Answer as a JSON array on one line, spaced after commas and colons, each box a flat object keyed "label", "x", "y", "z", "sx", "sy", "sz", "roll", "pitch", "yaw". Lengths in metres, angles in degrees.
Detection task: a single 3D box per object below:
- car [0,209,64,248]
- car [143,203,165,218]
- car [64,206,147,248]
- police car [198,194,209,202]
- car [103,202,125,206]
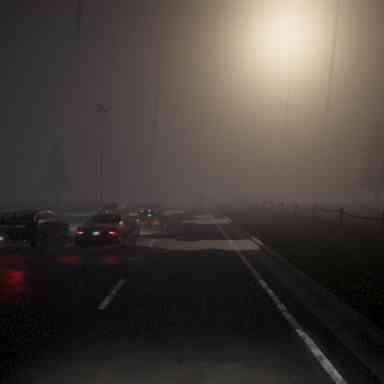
[{"label": "car", "x": -7.000, "y": 1.494, "z": 14.650, "sx": 2.128, "sy": 1.511, "sz": 4.902, "roll": 0, "pitch": 0, "yaw": 0}, {"label": "car", "x": -3.496, "y": 1.616, "z": 29.656, "sx": 1.895, "sy": 1.301, "sz": 4.718, "roll": 0, "pitch": 0, "yaw": 0}, {"label": "car", "x": -3.500, "y": 1.562, "z": 14.650, "sx": 2.033, "sy": 1.411, "sz": 5.357, "roll": 0, "pitch": 0, "yaw": 0}, {"label": "police car", "x": 2.416, "y": 1.426, "z": 79.299, "sx": 1.930, "sy": 1.638, "sz": 5.238, "roll": 0, "pitch": 0, "yaw": 2}, {"label": "car", "x": -6.996, "y": 1.572, "z": 29.641, "sx": 1.994, "sy": 1.385, "sz": 4.181, "roll": 0, "pitch": 0, "yaw": 0}]
